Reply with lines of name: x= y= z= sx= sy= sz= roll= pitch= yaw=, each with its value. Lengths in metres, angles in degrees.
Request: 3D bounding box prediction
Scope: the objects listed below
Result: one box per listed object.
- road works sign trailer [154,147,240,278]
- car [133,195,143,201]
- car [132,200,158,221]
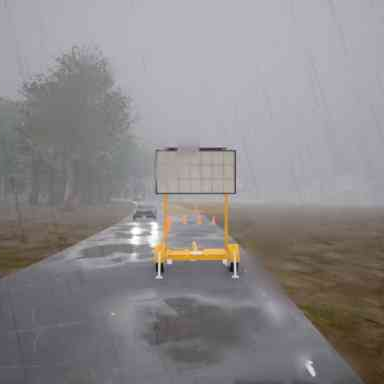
road works sign trailer: x=0.109 y=0.464 z=10.097 sx=2.380 sy=3.560 sz=2.880 roll=0 pitch=0 yaw=-1
car: x=-12.950 y=1.572 z=79.736 sx=1.882 sy=1.535 sz=5.008 roll=0 pitch=-1 yaw=-16
car: x=-3.779 y=1.600 z=27.388 sx=1.895 sy=1.301 sz=4.718 roll=0 pitch=0 yaw=-4
